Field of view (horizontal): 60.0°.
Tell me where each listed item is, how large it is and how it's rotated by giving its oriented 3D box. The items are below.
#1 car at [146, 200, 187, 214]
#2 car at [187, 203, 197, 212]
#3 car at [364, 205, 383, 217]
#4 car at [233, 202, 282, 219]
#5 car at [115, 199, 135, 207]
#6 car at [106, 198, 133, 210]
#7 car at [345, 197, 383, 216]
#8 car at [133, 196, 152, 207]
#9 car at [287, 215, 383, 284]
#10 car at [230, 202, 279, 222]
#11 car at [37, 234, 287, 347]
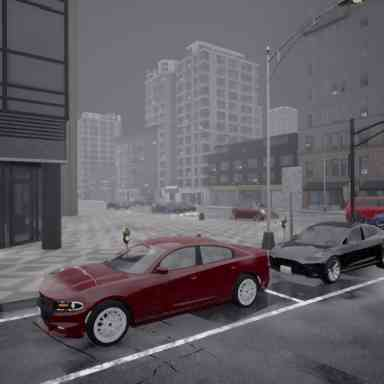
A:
[{"bbox_3d":[-3.281,2.024,41.885,2.033,1.411,5.357,0,0,-36],"label":"car"},{"bbox_3d":[-1.515,2.026,45.026,2.033,1.411,5.357,0,0,-36],"label":"car"},{"bbox_3d":[12.206,1.640,18.184,1.812,1.442,4.674,0,-1,-20],"label":"car"},{"bbox_3d":[6.503,1.814,33.689,1.837,1.490,4.892,0,-1,-35],"label":"car"},{"bbox_3d":[-13.832,2.287,68.392,2.033,1.411,5.357,0,0,-35],"label":"car"},{"bbox_3d":[-12.326,1.988,54.837,2.150,2.045,5.566,0,0,-35],"label":"car"},{"bbox_3d":[13.735,1.356,23.455,2.150,2.045,5.566,-1,-1,-35],"label":"car"},{"bbox_3d":[-10.295,1.930,69.013,2.150,2.045,5.566,0,0,-35],"label":"car"},{"bbox_3d":[4.121,1.564,9.591,4.313,1.339,1.947,0,0,-35],"label":"car"},{"bbox_3d":[5.496,1.640,29.489,2.097,1.767,4.553,0,0,-35],"label":"car"},{"bbox_3d":[-0.475,1.545,6.314,4.507,1.381,1.887,0,0,-35],"label":"car"}]
